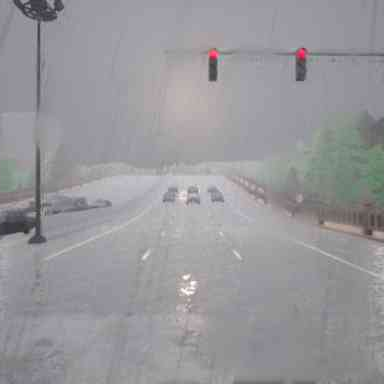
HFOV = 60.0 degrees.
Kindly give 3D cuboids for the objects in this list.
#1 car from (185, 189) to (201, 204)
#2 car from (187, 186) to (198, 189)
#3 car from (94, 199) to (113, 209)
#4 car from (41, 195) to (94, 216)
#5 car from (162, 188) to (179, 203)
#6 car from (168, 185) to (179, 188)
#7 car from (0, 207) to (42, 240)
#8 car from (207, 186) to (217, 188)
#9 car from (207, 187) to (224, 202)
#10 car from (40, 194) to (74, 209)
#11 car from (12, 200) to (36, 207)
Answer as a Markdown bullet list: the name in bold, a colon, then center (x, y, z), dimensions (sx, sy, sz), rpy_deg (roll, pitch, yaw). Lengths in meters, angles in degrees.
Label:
- **car**: center (0.168, 0.837, 46.716), dimensions (1.812, 1.442, 4.674), rpy_deg (0, 5, 0)
- **car**: center (0.147, -0.459, 59.036), dimensions (1.994, 1.385, 4.181), rpy_deg (0, 6, 0)
- **car**: center (-10.546, 1.482, 38.606), dimensions (1.994, 1.385, 4.181), rpy_deg (0, 3, 0)
- **car**: center (-10.570, 1.494, 28.661), dimensions (2.150, 2.045, 5.566), rpy_deg (0, 1, 0)
- **car**: center (-3.311, 0.679, 48.618), dimensions (2.033, 1.411, 5.357), rpy_deg (0, 6, 0)
- **car**: center (-3.353, -0.543, 59.286), dimensions (1.837, 1.490, 4.892), rpy_deg (0, 7, 0)
- **car**: center (-10.588, 1.782, 18.499), dimensions (2.033, 1.411, 5.357), rpy_deg (0, -1, 0)
- **car**: center (3.647, -0.453, 59.289), dimensions (1.895, 1.301, 4.718), rpy_deg (0, 6, 0)
- **car**: center (3.690, 0.652, 48.846), dimensions (2.033, 1.411, 5.357), rpy_deg (0, 6, 0)
- **car**: center (-17.475, 1.147, 43.400), dimensions (2.033, 1.411, 5.357), rpy_deg (0, 4, 2)
- **car**: center (-17.560, 1.614, 35.239), dimensions (1.812, 1.442, 4.674), rpy_deg (0, 2, 1)
